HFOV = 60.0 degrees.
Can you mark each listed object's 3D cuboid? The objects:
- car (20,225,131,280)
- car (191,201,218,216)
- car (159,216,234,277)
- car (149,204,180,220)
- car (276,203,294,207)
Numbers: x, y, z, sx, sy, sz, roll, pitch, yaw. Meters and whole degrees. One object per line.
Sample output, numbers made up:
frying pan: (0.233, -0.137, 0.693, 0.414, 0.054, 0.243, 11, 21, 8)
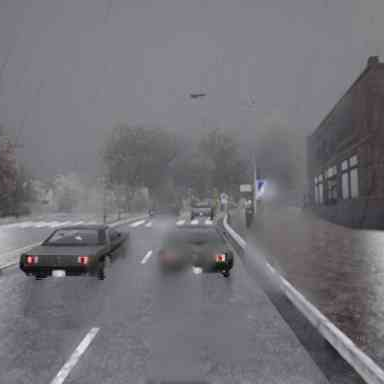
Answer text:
car: (-3.136, 1.649, 10.113, 1.895, 1.301, 4.718, 0, 0, 0)
car: (1.095, 1.529, 28.485, 2.128, 1.511, 4.902, -1, 0, 9)
car: (0.115, 1.650, 10.418, 1.895, 1.301, 4.718, 0, 0, 0)
car: (-2.227, 1.682, 28.617, 1.895, 1.301, 4.718, -1, 0, 8)
car: (23.862, 3.551, 85.366, 1.837, 1.490, 4.892, 4, -5, -38)
